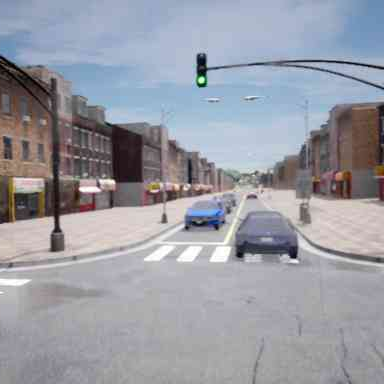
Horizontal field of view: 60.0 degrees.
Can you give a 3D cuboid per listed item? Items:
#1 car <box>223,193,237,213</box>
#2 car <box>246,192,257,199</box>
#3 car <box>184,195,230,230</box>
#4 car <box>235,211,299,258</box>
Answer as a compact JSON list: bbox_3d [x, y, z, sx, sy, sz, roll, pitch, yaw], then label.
[{"bbox_3d":[2.549,1.054,29.114,2.128,1.511,4.902,-1,1,10],"label":"car"},{"bbox_3d":[10.462,0.592,58.257,1.895,1.301,4.718,-1,1,10],"label":"car"},{"bbox_3d":[0.852,1.205,19.210,1.882,1.535,5.008,-1,1,12],"label":"car"},{"bbox_3d":[2.584,1.363,11.951,1.994,1.385,4.181,-1,1,10],"label":"car"}]
